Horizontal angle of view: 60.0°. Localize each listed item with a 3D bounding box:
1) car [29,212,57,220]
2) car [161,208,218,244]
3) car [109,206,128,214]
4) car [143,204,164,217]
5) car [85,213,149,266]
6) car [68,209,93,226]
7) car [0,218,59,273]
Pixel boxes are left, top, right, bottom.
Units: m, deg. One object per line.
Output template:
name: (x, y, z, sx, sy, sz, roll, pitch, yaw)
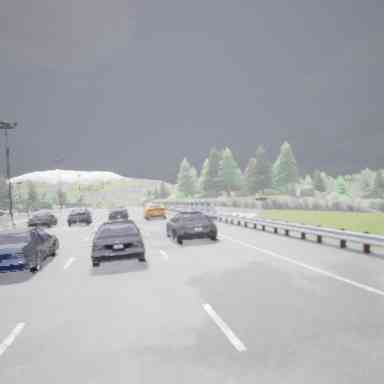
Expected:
car: (-14.091, 2.634, 31.515, 1.994, 1.385, 4.181, -4, 0, -12)
car: (-0.131, 1.672, 16.867, 1.994, 1.385, 4.181, -4, 0, -12)
car: (-7.353, 2.183, 33.352, 1.812, 1.442, 4.674, -4, 0, -13)
car: (-3.908, 1.924, 33.997, 1.882, 1.535, 5.008, -3, 0, -12)
car: (-2.834, 1.802, 12.864, 2.033, 1.411, 5.357, -4, 0, -12)
car: (-10.526, 2.337, 31.549, 2.128, 1.511, 4.902, -4, 0, -12)
car: (-6.247, 2.012, 12.113, 2.033, 1.411, 5.357, -4, 0, -12)
